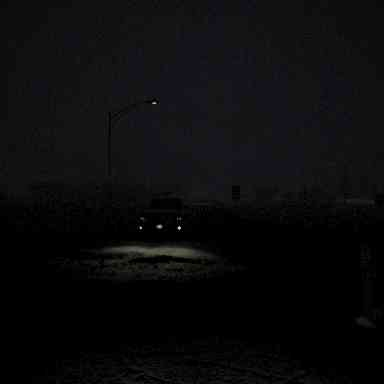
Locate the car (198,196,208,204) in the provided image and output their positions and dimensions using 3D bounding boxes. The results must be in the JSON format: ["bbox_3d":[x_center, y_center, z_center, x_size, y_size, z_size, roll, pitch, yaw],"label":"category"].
[{"bbox_3d":[2.248,1.558,67.905,2.033,1.411,5.357,0,0,4],"label":"car"}]

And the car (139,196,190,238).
[{"bbox_3d":[-1.307,1.240,18.090,2.150,2.045,5.566,0,0,4],"label":"car"}]
